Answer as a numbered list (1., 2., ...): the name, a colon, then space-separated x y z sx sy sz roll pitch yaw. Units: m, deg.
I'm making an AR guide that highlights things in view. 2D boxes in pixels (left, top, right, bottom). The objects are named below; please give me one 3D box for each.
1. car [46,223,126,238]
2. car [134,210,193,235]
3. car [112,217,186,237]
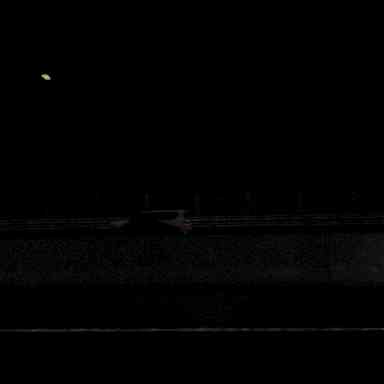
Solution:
1. car: -5.433 2.329 15.189 4.181 1.385 1.994 -1 -2 2
2. car: -2.724 2.227 22.092 5.566 2.045 2.150 -1 -2 2
3. car: -2.975 2.366 18.591 4.892 1.490 1.837 -1 -2 2
